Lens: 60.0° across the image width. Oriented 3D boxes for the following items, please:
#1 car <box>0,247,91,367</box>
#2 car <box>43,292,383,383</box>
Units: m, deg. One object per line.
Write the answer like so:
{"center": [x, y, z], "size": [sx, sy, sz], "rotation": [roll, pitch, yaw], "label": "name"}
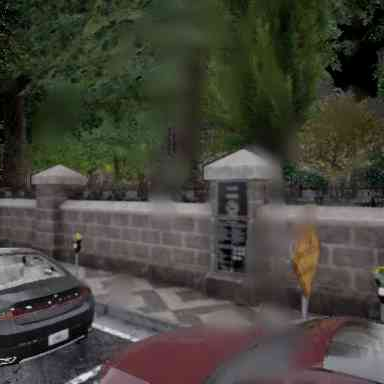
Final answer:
{"center": [-3.440, 1.584, 5.429], "size": [4.403, 1.369, 2.008], "rotation": [0, 0, 36], "label": "car"}
{"center": [1.047, 1.588, 2.205], "size": [4.206, 1.307, 1.802], "rotation": [0, 0, 36], "label": "car"}
